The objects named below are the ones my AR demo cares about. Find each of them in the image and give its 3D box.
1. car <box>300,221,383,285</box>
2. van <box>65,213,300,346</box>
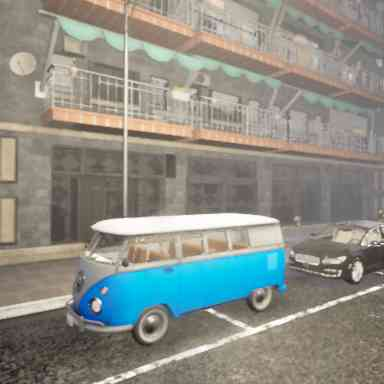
[{"bbox_3d":[4.554,1.519,9.345,4.403,1.369,2.008,0,1,-36],"label":"car"},{"bbox_3d":[-0.058,1.329,6.046,3.998,1.788,1.690,0,1,-36],"label":"van"}]
